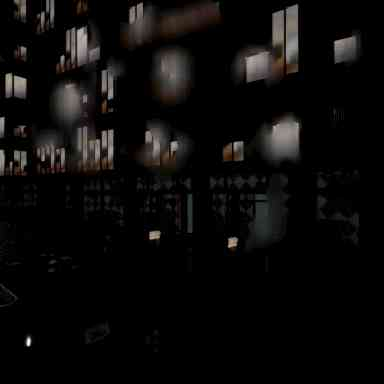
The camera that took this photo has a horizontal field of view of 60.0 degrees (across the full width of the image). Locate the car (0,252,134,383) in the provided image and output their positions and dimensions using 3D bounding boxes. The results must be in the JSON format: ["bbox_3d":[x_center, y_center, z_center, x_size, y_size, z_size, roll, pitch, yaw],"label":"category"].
[{"bbox_3d":[-2.717,1.566,4.824,4.313,1.339,1.947,0,0,36],"label":"car"}]
